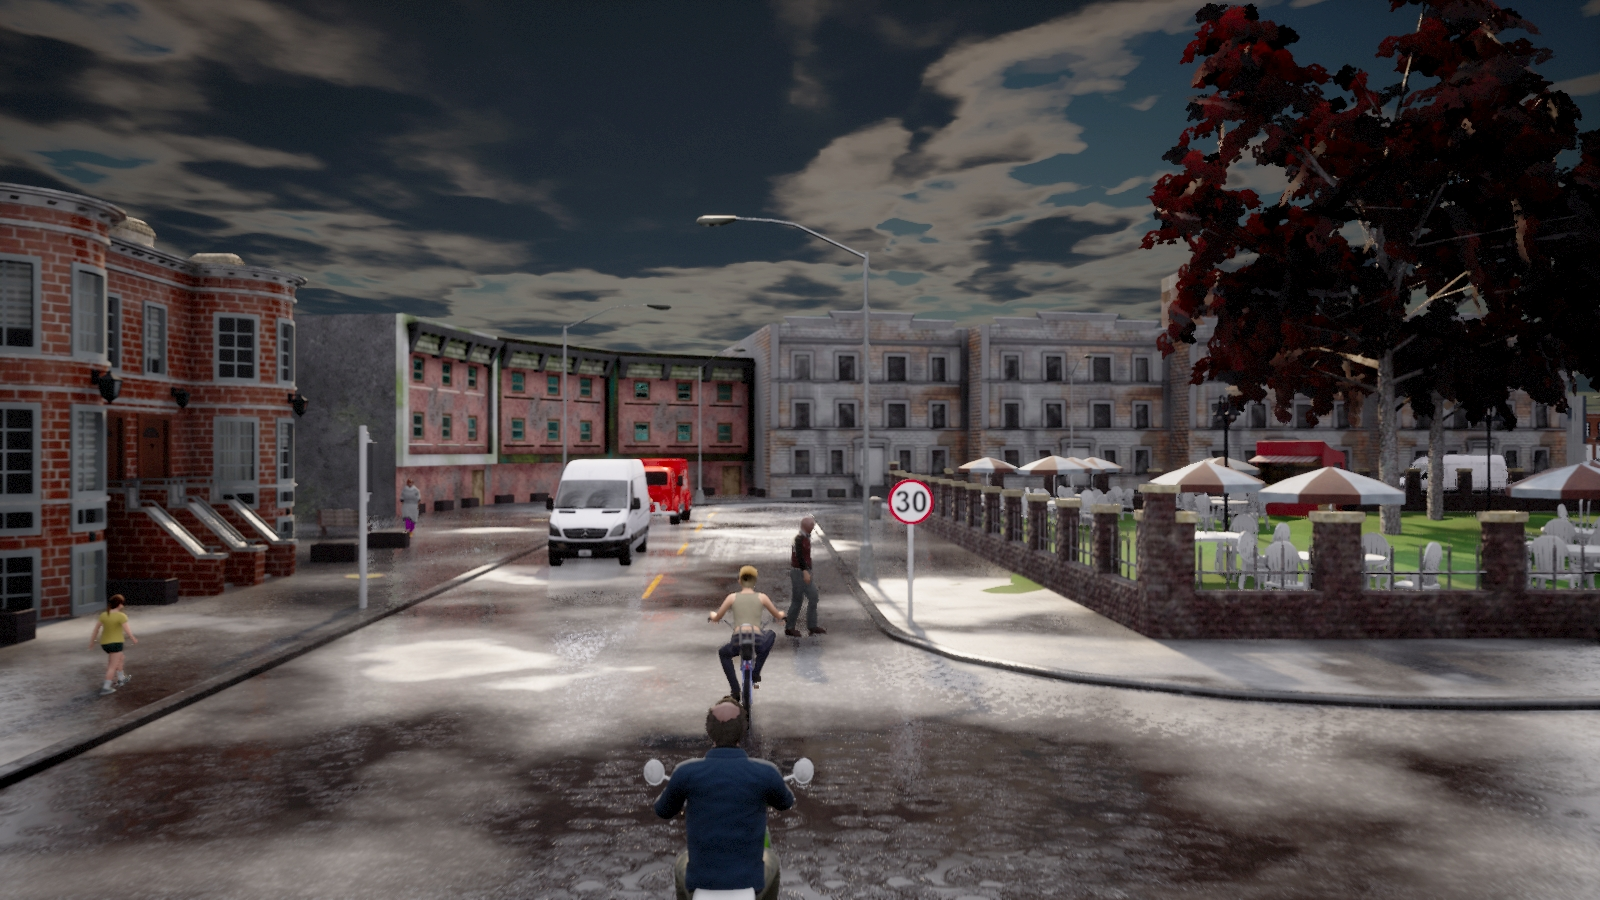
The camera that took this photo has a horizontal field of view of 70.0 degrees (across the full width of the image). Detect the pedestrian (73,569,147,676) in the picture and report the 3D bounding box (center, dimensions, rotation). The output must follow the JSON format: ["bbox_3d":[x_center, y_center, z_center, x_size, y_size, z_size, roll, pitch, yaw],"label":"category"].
[{"bbox_3d":[-7.662,1.904,12.704,0.500,1.100,0.500,0,0,11],"label":"pedestrian"}]

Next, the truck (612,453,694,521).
[{"bbox_3d":[-5.610,1.347,44.340,2.627,2.467,5.204,0,0,-1],"label":"truck"}]

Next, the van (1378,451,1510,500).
[{"bbox_3d":[33.997,1.314,60.379,5.915,2.561,1.988,0,0,-2],"label":"van"}]

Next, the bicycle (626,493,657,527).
[{"bbox_3d":[-5.421,2.036,39.144,0.859,1.080,1.487,0,0,-1],"label":"bicycle"}]

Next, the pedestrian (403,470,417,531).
[{"bbox_3d":[-11.928,1.532,34.951,0.375,1.860,0.375,0,0,-14],"label":"pedestrian"}]

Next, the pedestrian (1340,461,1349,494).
[{"bbox_3d":[30.606,1.524,64.232,0.375,1.860,0.375,0,0,9],"label":"pedestrian"}]

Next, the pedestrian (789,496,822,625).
[{"bbox_3d":[0.088,1.628,16.916,0.375,1.860,0.375,0,0,21],"label":"pedestrian"}]

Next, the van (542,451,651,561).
[{"bbox_3d":[-5.144,1.314,29.697,1.988,2.561,5.915,0,0,-2],"label":"van"}]
